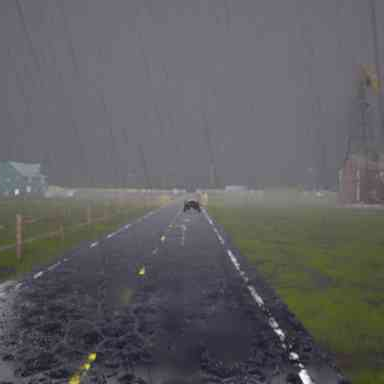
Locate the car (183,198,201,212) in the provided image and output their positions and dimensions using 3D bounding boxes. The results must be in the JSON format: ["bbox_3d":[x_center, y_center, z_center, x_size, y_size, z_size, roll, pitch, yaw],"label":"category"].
[{"bbox_3d":[-0.002,1.427,36.854,1.837,1.490,4.892,0,0,0],"label":"car"}]

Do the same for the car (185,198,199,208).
[{"bbox_3d":[0.009,1.501,48.588,1.895,1.301,4.718,0,0,0],"label":"car"}]
